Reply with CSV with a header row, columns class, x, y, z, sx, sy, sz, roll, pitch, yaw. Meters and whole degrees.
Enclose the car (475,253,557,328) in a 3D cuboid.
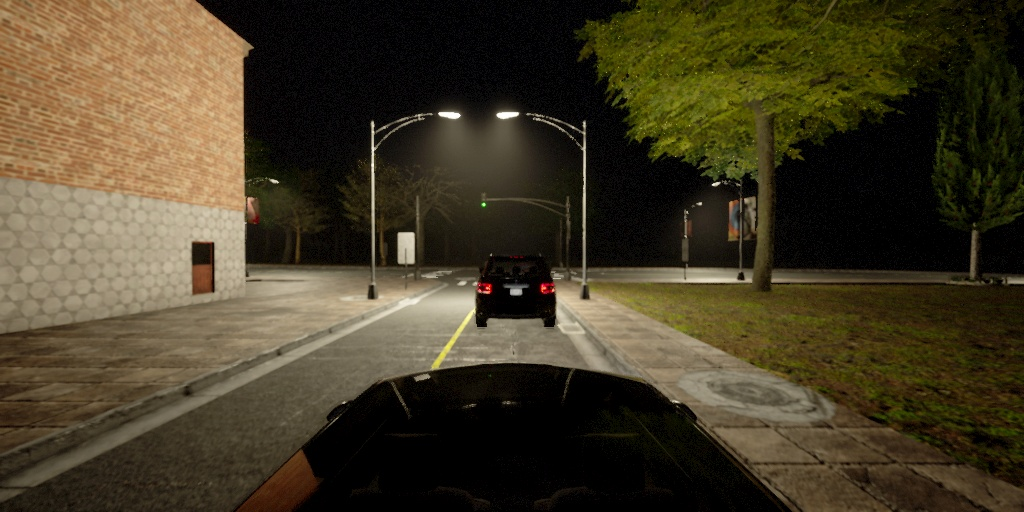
class,x,y,z,sx,sy,sz,roll,pitch,yaw
car,0.099,0.931,11.340,2.150,2.045,5.566,0,1,0
